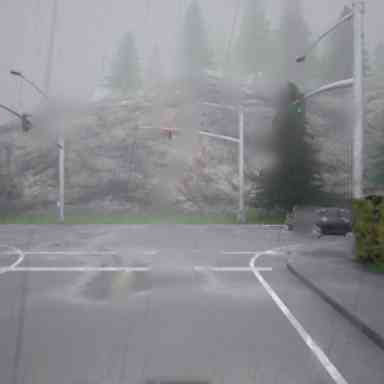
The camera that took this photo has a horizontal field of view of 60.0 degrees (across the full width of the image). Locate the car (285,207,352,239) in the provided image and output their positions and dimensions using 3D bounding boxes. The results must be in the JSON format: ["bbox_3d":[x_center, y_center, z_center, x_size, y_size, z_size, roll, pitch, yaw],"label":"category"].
[{"bbox_3d":[7.045,1.512,16.177,4.892,1.490,1.837,1,0,1],"label":"car"}]
